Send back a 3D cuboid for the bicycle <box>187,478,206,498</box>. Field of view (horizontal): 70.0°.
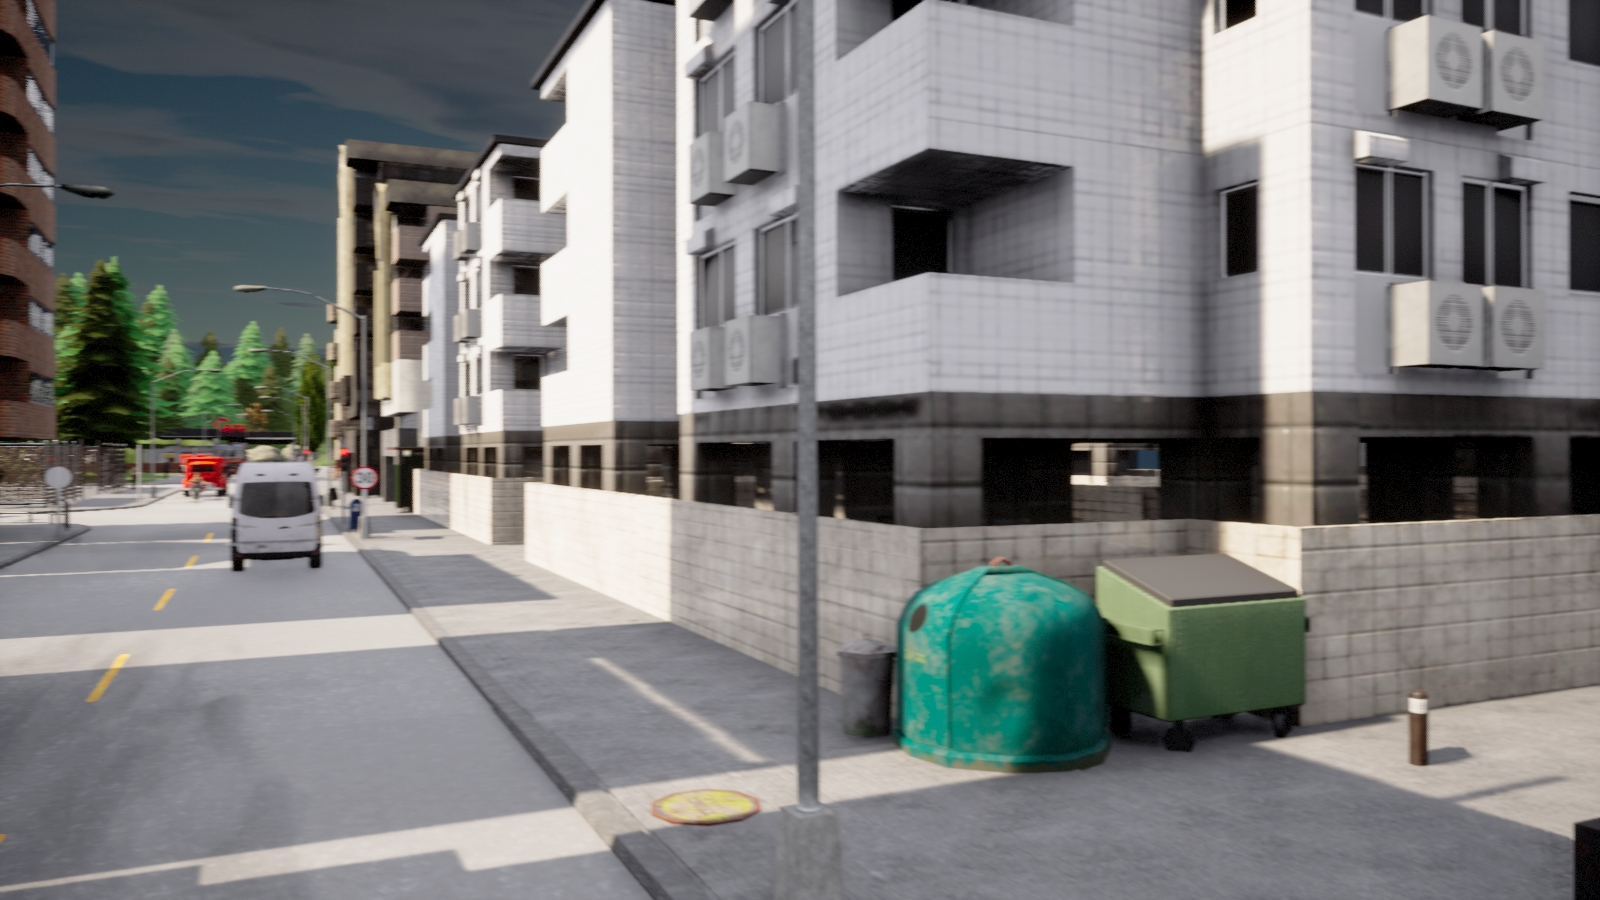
[{"bbox_3d":[-34.544,2.148,65.428,0.859,1.080,1.487,0,0,-25],"label":"bicycle"}]

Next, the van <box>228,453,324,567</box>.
[{"bbox_3d":[-13.212,1.358,28.835,1.988,2.561,5.915,0,0,-25],"label":"van"}]
